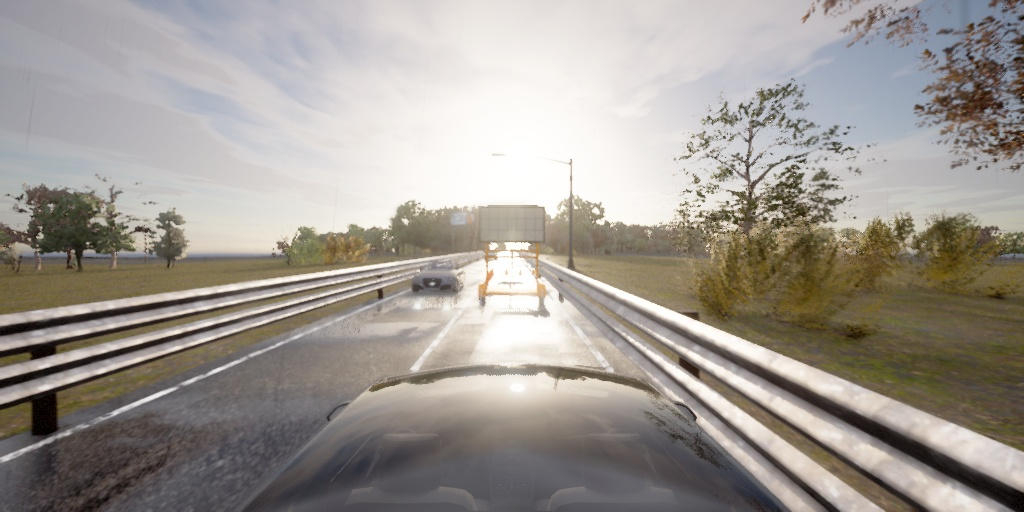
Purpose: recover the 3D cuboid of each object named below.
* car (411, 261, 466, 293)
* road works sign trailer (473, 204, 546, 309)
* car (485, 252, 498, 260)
[{"bbox_3d":[-3.351,0.925,17.048,1.994,1.385,4.181,0,1,0],"label":"car"},{"bbox_3d":[0.006,-0.075,13.136,2.380,3.560,2.880,0,0,0],"label":"road works sign trailer"},{"bbox_3d":[-3.318,-0.187,58.595,1.837,1.490,4.892,0,2,1],"label":"car"}]
